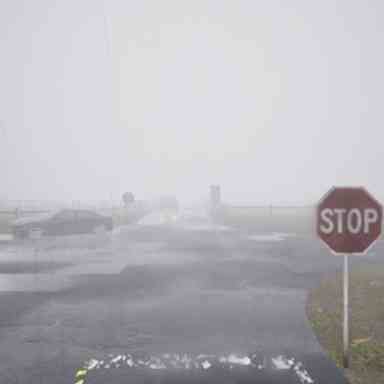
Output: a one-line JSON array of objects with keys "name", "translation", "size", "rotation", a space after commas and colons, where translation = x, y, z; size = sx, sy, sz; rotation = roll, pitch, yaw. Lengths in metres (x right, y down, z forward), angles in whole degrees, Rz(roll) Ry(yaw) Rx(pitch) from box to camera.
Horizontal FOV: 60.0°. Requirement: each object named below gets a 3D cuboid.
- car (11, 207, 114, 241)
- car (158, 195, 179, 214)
[{"name": "car", "translation": [-6.549, 1.551, 17.264], "size": [5.008, 1.535, 1.882], "rotation": [0, 3, -37]}, {"name": "car", "translation": [-2.697, 1.408, 38.776], "size": [2.150, 2.045, 5.566], "rotation": [0, 0, 0]}]
